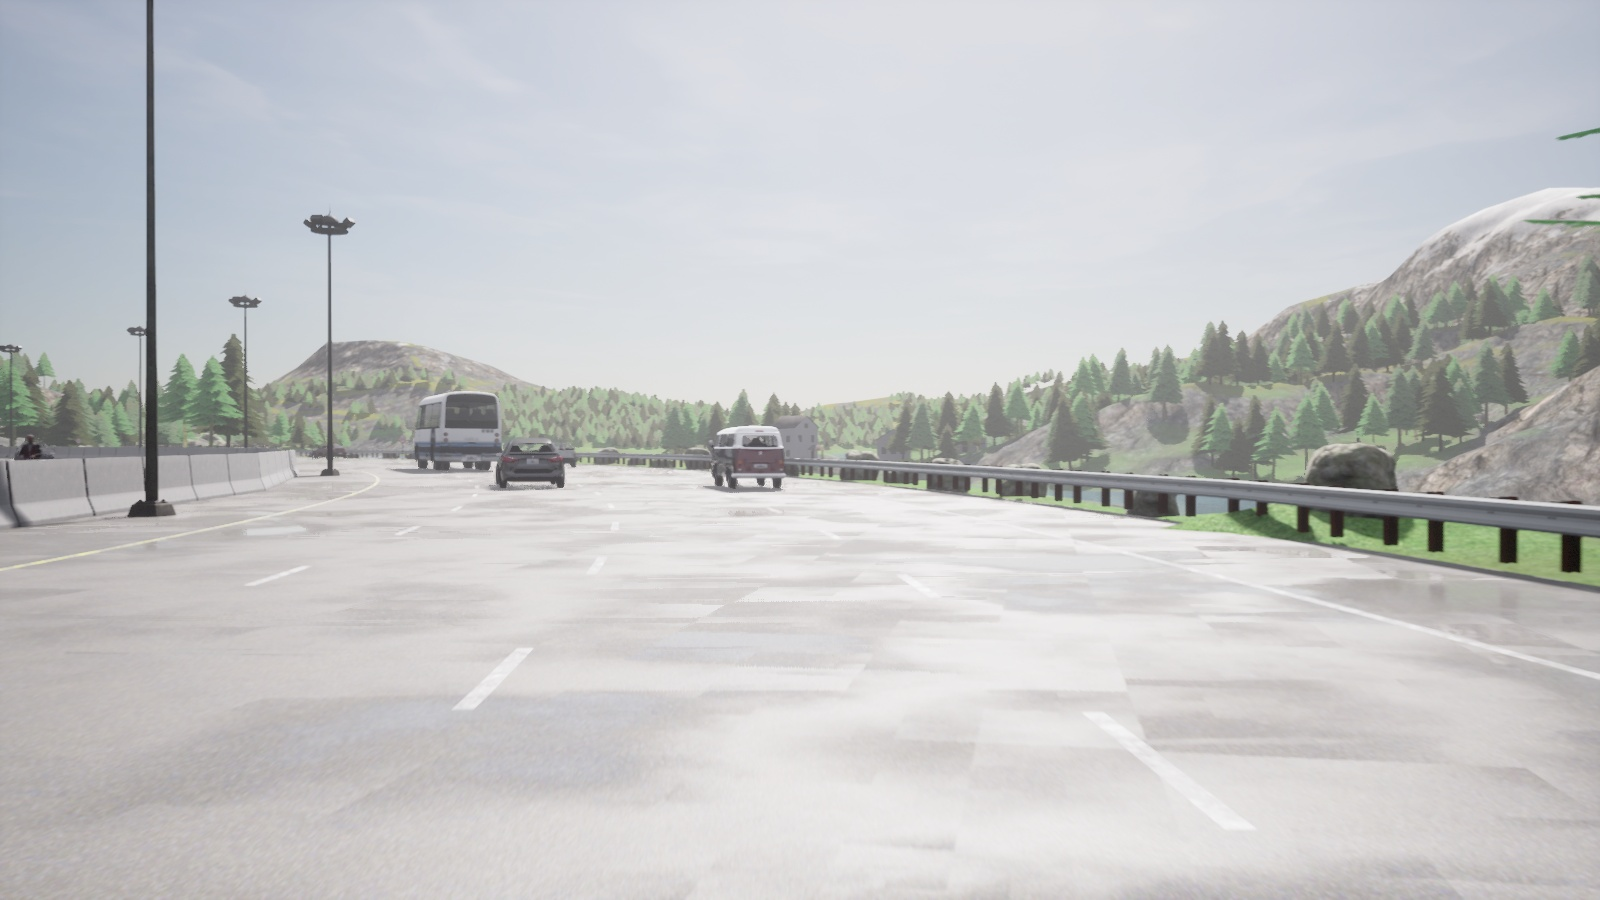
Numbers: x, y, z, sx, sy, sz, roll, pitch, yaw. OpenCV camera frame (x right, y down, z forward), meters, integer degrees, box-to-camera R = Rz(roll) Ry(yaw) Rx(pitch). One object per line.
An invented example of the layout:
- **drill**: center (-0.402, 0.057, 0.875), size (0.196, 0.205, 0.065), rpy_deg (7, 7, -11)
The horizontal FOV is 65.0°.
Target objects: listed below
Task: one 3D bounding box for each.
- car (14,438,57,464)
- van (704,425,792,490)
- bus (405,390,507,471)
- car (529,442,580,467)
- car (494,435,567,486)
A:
- **car**: center (-50.918, 0.031, 83.619), size (2.152, 1.651, 5.027), rpy_deg (0, 0, -35)
- **van**: center (-1.820, 0.231, 42.265), size (2.069, 2.038, 4.480), rpy_deg (0, 0, -14)
- **bus**: center (-19.809, -1.043, 71.737), size (3.944, 4.253, 10.273), rpy_deg (0, 0, -25)
- **car**: center (-15.413, 0.243, 78.604), size (2.007, 1.525, 4.514), rpy_deg (0, 0, -27)
- **car**: center (-9.447, 0.340, 43.793), size (2.242, 1.667, 4.611), rpy_deg (0, 0, -15)
